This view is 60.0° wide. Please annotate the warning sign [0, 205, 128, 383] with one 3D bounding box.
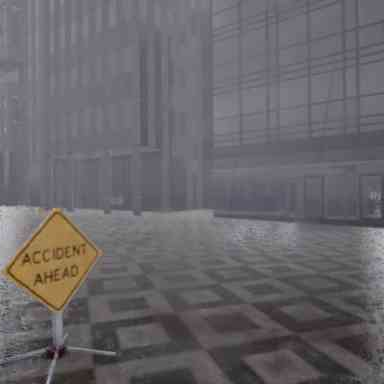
[{"bbox_3d":[-1.658,1.119,4.077,1.060,1.860,1.300,-1,0,35],"label":"warning sign"}]
